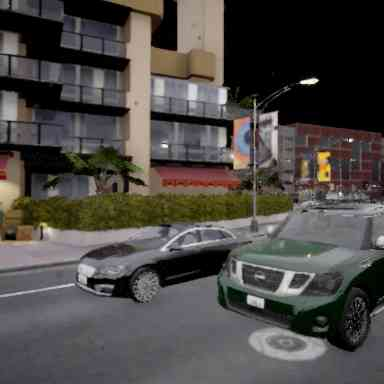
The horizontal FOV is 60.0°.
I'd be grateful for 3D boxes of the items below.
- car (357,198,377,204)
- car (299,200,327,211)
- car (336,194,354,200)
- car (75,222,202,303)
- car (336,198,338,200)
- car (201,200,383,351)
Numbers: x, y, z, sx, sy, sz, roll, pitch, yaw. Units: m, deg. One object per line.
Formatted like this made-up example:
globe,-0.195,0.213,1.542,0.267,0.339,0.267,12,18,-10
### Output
car,44.134,2.291,84.001,1.816,1.474,4.193,0,-1,-24
car,18.110,2.026,50.064,1.812,1.442,4.674,0,-1,-10
car,37.232,2.084,80.826,2.185,1.767,4.553,0,-1,-24
car,-0.411,1.561,8.494,4.902,1.511,2.128,1,-1,-41
car,21.601,2.074,50.258,1.994,1.385,4.181,0,-1,-9
car,3.003,1.291,6.766,5.566,2.045,2.150,1,0,-42
